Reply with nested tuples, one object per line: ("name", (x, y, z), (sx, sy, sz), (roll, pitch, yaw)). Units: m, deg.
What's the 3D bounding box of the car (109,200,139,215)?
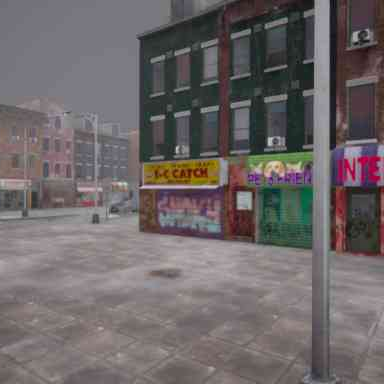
("car", (-5.974, 1.430, 32.116), (1.994, 1.385, 4.181), (0, 0, 35))
